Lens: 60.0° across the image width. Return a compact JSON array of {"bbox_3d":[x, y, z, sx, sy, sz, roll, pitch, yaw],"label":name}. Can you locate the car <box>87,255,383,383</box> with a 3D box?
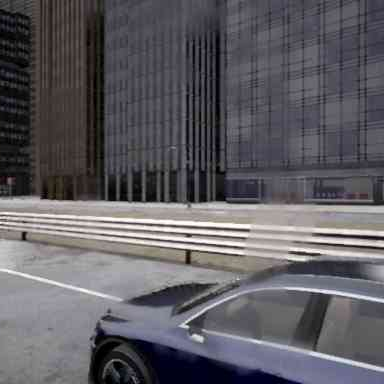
[{"bbox_3d":[1.094,1.442,3.089,4.856,1.649,2.033,-1,-1,36],"label":"car"}]
